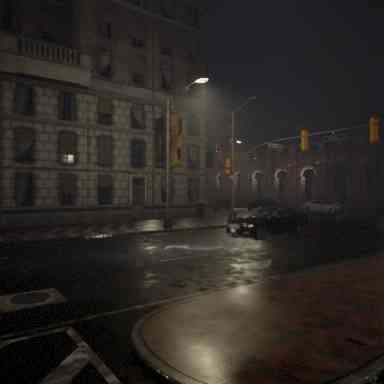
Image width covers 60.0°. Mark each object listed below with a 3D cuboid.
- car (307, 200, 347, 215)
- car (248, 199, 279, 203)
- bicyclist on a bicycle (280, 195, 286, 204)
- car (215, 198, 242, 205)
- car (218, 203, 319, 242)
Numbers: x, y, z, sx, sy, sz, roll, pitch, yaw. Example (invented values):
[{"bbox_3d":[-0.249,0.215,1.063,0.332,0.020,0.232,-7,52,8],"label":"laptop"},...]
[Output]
[{"bbox_3d":[13.598,1.525,34.380,1.812,1.442,4.674,0,0,-36],"label":"car"},{"bbox_3d":[8.179,1.477,35.896,1.882,1.535,5.008,0,0,-36],"label":"car"},{"bbox_3d":[15.490,1.300,56.467,1.656,1.620,0.582,0,0,-36],"label":"bicyclist on a bicycle"},{"bbox_3d":[5.123,1.564,46.111,1.994,1.385,4.181,0,0,-36],"label":"car"},{"bbox_3d":[3.830,1.492,16.563,4.902,1.511,2.128,0,0,-37],"label":"car"}]
